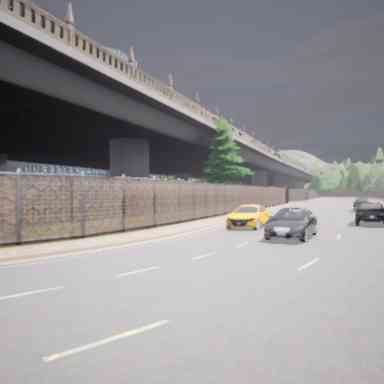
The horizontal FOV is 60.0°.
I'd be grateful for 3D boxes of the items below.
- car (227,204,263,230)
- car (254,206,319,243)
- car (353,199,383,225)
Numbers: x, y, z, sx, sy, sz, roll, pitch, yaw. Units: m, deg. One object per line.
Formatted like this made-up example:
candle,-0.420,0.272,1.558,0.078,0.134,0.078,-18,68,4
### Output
car,3.783,1.549,21.542,1.882,1.535,5.008,-1,0,26
car,5.017,1.526,16.450,2.128,1.511,4.902,-1,0,29
car,12.751,1.471,23.777,1.882,1.535,5.008,-1,0,26
